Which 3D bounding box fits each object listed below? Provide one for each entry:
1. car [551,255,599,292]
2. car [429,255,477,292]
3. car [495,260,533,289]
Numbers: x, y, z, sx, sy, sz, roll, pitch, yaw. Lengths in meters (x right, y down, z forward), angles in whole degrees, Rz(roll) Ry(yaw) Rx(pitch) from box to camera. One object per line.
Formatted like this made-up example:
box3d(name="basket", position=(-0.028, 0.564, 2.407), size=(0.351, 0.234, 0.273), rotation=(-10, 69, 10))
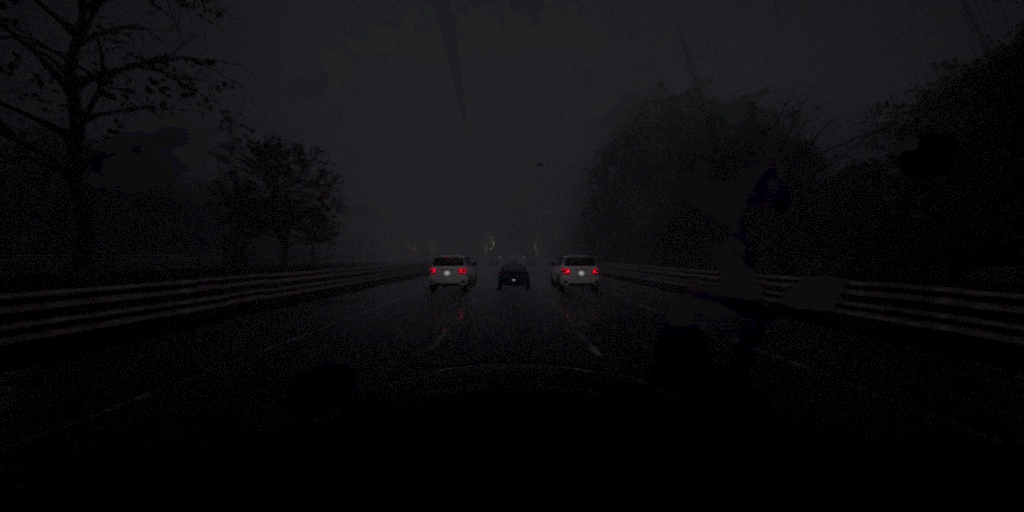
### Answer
box3d(name="car", position=(3.608, 0.964, 21.299), size=(2.150, 2.045, 5.566), rotation=(0, 0, 0))
box3d(name="car", position=(-3.393, 0.965, 21.405), size=(2.150, 2.045, 5.566), rotation=(0, 0, 0))
box3d(name="car", position=(0.107, 1.222, 23.062), size=(1.882, 1.535, 5.008), rotation=(0, 0, 0))
